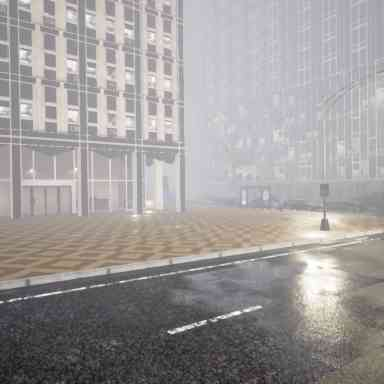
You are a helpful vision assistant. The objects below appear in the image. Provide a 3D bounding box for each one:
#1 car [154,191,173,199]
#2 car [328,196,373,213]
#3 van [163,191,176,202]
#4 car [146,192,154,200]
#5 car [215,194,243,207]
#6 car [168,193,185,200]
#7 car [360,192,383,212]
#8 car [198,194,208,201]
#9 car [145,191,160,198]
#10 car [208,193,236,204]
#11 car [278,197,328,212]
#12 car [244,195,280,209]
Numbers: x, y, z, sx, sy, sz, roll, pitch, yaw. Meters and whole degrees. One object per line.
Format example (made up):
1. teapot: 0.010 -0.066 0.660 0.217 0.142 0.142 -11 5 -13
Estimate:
1. car: -6.714 0.615 78.448 2.192 1.841 5.009 0 1 -34
2. car: 16.111 1.408 34.991 1.994 1.385 4.181 -1 1 -35
3. van: -3.965 0.937 59.651 1.690 1.788 3.998 0 1 -34
4. car: -10.403 1.039 69.022 2.008 1.369 4.403 0 1 -34
5. car: 5.645 1.319 45.572 1.947 1.339 4.313 0 1 -34
6. car: -3.495 0.936 73.767 1.802 1.307 4.206 0 1 -34
7. car: 19.400 1.024 35.848 2.150 2.045 5.566 -1 1 -34
8. car: 2.942 1.043 64.398 1.802 1.307 4.206 0 1 -34
9. car: -9.932 0.686 83.134 1.967 1.590 4.097 0 1 -34
10. car: 4.992 1.266 51.191 1.895 1.301 4.718 -1 1 -34
11. car: 12.020 1.423 36.158 1.947 1.339 4.313 0 1 -34
12. car: 8.815 1.388 40.855 1.802 1.307 4.206 0 1 -34
